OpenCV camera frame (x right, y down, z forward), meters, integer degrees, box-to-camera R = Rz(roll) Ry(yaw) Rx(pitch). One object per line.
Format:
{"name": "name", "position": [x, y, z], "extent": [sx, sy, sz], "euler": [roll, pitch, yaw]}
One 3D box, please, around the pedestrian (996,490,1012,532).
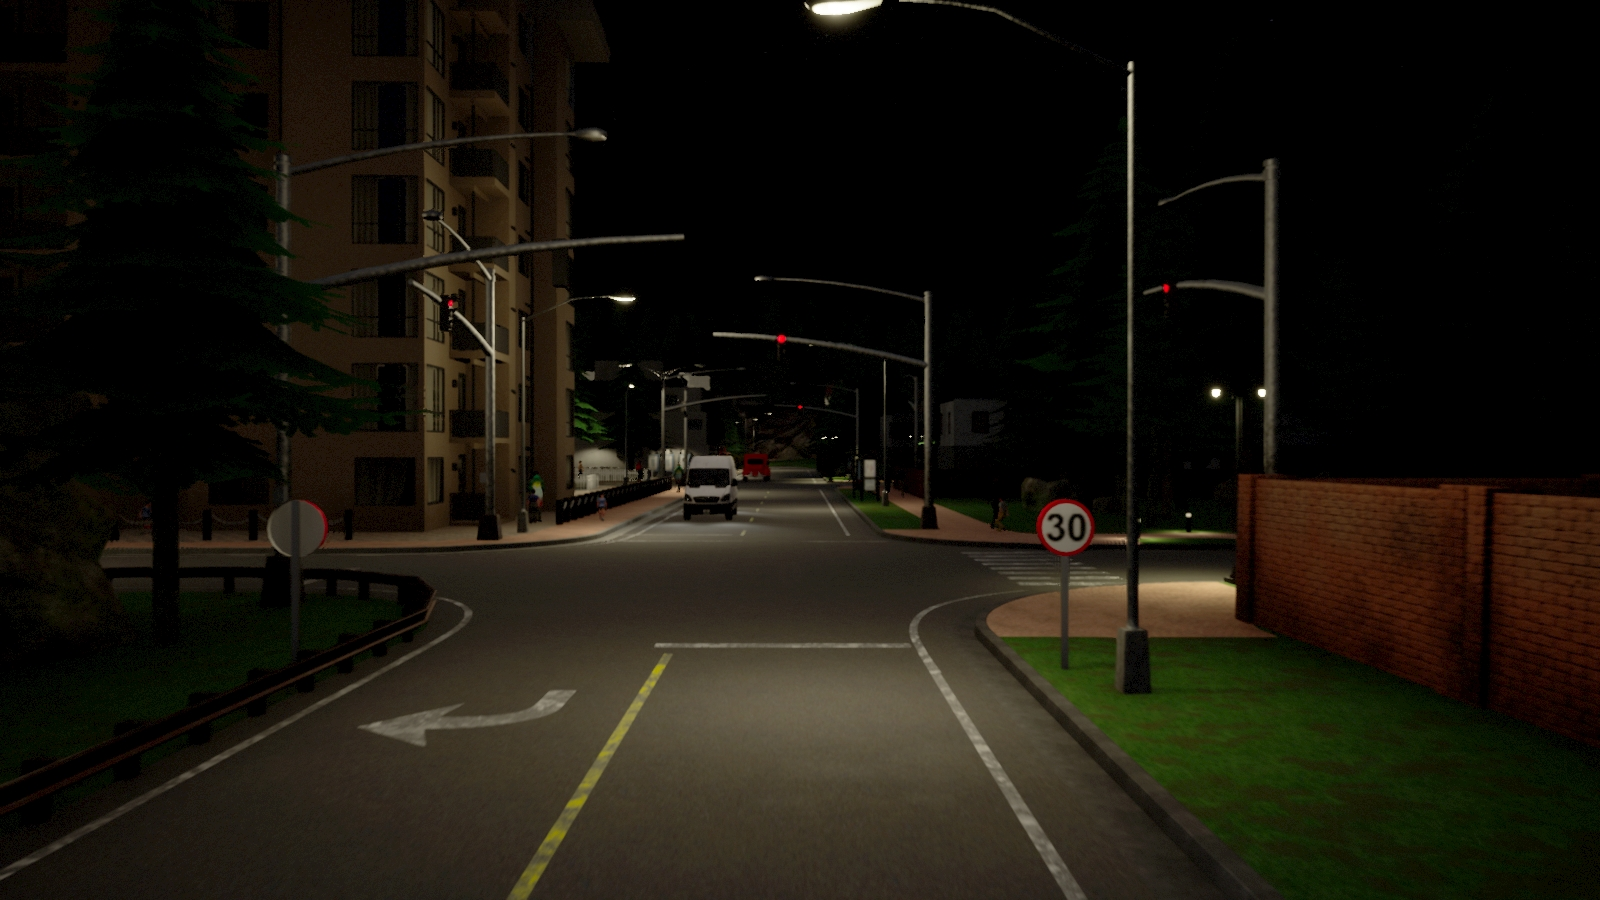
{"name": "pedestrian", "position": [6.545, 1.956, 36.646], "extent": [0.375, 1.300, 0.375], "euler": [0, 0, 37]}

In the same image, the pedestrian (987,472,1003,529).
{"name": "pedestrian", "position": [6.442, 1.675, 37.817], "extent": [0.375, 1.860, 0.375], "euler": [0, 0, -25]}

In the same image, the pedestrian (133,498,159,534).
{"name": "pedestrian", "position": [-20.411, 2.060, 35.664], "extent": [0.500, 1.100, 0.500], "euler": [0, 0, 1]}

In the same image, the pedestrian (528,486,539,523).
{"name": "pedestrian", "position": [-9.643, 1.959, 41.311], "extent": [0.375, 1.300, 0.375], "euler": [0, 0, -10]}

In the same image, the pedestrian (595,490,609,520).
{"name": "pedestrian", "position": [-7.373, 2.059, 42.575], "extent": [0.500, 1.100, 0.500], "euler": [0, 0, -8]}

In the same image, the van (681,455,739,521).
{"name": "van", "position": [-3.693, 1.517, 47.940], "extent": [1.988, 2.561, 5.915], "euler": [0, 0, 0]}

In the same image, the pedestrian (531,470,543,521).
{"name": "pedestrian", "position": [-9.686, 1.679, 42.039], "extent": [0.375, 1.860, 0.375], "euler": [0, 0, -25]}
